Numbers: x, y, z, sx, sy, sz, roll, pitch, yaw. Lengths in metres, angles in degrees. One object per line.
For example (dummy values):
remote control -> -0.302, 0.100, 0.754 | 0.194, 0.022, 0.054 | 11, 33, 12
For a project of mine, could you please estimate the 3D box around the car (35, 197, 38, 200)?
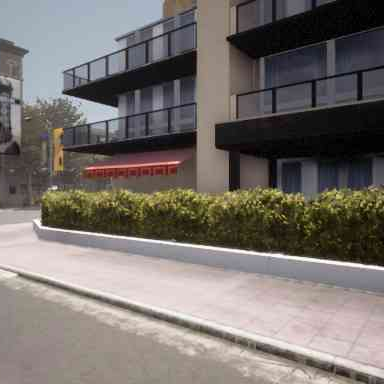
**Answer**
car -> -34.518, 1.481, 68.376 | 4.892, 1.521, 2.231 | 0, 0, 37
